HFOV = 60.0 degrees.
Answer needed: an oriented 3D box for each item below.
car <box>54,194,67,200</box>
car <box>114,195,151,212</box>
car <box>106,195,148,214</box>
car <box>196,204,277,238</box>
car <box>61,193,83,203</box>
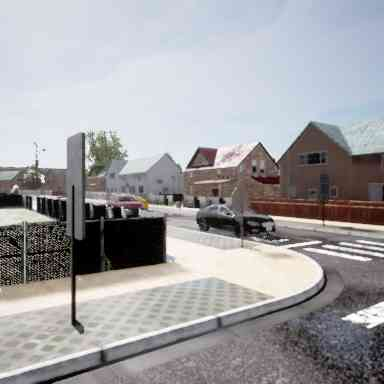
[{"bbox_3d":[-17.848,1.109,46.629,1.895,1.301,4.718,0,1,-34],"label":"car"},{"bbox_3d":[-6.312,1.156,34.710,1.882,1.535,5.008,0,1,-34],"label":"car"},{"bbox_3d":[-5.766,1.091,28.622,2.097,1.767,4.553,0,1,-34],"label":"car"},{"bbox_3d":[2.103,1.372,16.996,2.128,1.511,4.902,0,1,-34],"label":"car"},{"bbox_3d":[-19.704,0.915,54.452,2.128,1.511,4.902,0,1,-34],"label":"car"}]
